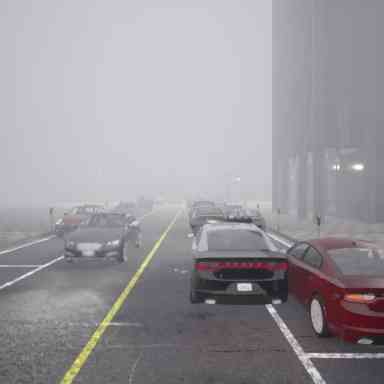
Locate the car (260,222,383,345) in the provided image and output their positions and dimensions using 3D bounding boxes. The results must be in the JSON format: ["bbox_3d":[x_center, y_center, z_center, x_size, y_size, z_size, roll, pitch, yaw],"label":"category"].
[{"bbox_3d":[2.778,1.544,6.449,1.887,1.381,4.507,0,0,0],"label":"car"}]

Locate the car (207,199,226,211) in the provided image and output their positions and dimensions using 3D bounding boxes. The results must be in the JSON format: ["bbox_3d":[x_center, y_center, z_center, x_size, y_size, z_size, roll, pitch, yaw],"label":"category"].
[{"bbox_3d":[2.883,1.533,40.293,2.008,1.369,4.403,0,0,0],"label":"car"}]

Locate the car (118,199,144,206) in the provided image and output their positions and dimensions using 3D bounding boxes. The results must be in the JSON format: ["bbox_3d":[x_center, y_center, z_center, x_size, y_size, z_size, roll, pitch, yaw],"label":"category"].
[{"bbox_3d":[-5.677,1.557,29.037,1.947,1.339,4.313,0,0,0],"label":"car"}]

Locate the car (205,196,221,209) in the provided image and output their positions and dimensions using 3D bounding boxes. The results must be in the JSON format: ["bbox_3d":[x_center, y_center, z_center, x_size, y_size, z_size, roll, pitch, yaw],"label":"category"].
[{"bbox_3d":[2.900,1.417,45.934,1.967,1.590,4.097,0,0,0],"label":"car"}]

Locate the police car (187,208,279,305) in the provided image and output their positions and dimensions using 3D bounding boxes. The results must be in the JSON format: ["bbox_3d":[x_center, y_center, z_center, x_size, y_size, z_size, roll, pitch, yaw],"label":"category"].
[{"bbox_3d":[0.911,1.426,8.300,1.930,1.638,5.238,0,0,0],"label":"police car"}]

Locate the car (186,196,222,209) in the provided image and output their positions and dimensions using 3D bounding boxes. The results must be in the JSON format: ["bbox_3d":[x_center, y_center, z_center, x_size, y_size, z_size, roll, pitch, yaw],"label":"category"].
[{"bbox_3d":[0.821,1.346,24.161,2.097,1.767,4.553,0,0,0],"label":"car"}]

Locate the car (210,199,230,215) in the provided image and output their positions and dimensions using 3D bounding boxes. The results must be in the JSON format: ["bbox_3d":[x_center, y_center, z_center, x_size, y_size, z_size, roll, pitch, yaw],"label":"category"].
[{"bbox_3d":[2.866,1.512,34.822,1.752,1.417,4.829,0,0,0],"label":"car"}]

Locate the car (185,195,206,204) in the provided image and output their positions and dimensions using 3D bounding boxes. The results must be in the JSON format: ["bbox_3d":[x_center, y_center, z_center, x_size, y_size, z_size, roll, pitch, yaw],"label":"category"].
[{"bbox_3d":[0.762,1.447,64.739,1.882,1.535,5.008,0,0,32],"label":"car"}]

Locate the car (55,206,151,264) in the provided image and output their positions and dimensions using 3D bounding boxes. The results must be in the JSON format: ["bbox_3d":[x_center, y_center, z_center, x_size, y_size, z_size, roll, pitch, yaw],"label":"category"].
[{"bbox_3d":[-2.964,1.490,11.979,2.128,1.511,4.902,0,0,0],"label":"car"}]

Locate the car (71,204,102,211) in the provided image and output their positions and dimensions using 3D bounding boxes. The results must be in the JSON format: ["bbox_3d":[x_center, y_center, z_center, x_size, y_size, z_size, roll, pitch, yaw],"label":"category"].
[{"bbox_3d":[-5.713,1.437,17.754,1.967,1.590,4.097,0,0,0],"label":"car"}]

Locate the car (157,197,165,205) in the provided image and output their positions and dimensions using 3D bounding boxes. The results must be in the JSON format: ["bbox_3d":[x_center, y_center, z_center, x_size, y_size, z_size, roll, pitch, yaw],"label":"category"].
[{"bbox_3d":[-5.590,1.516,57.241,2.008,1.369,4.403,0,0,0],"label":"car"}]

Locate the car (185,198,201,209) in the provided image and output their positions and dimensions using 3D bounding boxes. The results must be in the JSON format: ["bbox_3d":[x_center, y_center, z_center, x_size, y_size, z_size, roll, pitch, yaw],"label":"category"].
[{"bbox_3d":[0.169,1.525,45.849,2.033,1.411,5.357,0,0,1],"label":"car"}]

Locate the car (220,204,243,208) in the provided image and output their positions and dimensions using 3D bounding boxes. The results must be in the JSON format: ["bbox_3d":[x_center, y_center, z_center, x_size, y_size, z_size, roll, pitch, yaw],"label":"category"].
[{"bbox_3d":[2.813,1.548,17.730,2.008,1.369,4.403,0,0,0],"label":"car"}]

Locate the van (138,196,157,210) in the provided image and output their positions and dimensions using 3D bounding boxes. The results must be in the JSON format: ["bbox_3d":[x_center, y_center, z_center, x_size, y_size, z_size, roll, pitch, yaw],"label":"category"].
[{"bbox_3d":[-5.643,1.323,40.318,1.690,1.788,3.998,0,0,0],"label":"van"}]

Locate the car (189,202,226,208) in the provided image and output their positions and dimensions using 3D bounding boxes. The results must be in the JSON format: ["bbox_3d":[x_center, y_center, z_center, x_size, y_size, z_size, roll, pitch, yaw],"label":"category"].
[{"bbox_3d":[0.891,1.502,18.190,1.837,1.490,4.892,0,0,0],"label":"car"}]

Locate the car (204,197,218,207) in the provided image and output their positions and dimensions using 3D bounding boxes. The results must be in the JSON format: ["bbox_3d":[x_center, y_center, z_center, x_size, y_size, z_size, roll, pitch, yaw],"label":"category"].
[{"bbox_3d":[2.918,1.522,51.575,2.008,1.369,4.403,0,0,0],"label":"car"}]
